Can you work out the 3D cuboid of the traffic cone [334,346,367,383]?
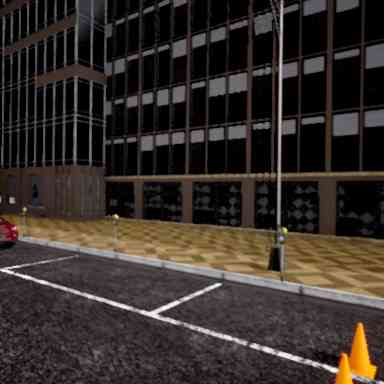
[{"bbox_3d":[1.569,1.969,3.441,0.340,0.580,0.340,1,0,35],"label":"traffic cone"}]

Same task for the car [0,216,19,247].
[{"bbox_3d":[-8.293,1.419,12.777,4.206,1.307,1.802,1,0,35],"label":"car"}]

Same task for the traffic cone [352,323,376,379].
[{"bbox_3d":[2.144,1.974,4.259,0.340,0.580,0.340,1,0,35],"label":"traffic cone"}]
